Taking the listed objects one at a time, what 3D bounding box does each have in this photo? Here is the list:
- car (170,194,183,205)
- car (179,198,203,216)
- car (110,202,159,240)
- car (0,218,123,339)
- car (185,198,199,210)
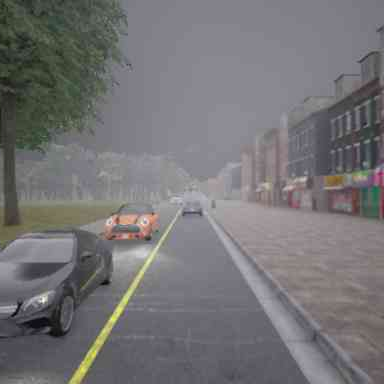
[{"bbox_3d":[-2.877,1.423,62.705,2.150,2.045,5.566,0,0,0],"label":"car"},{"bbox_3d":[0.044,1.580,32.436,1.994,1.385,4.181,0,0,0],"label":"car"},{"bbox_3d":[-2.864,1.337,16.626,2.097,1.767,4.553,0,0,0],"label":"car"},{"bbox_3d":[-2.857,1.514,6.765,1.812,1.442,4.674,0,0,0],"label":"car"},{"bbox_3d":[0.028,1.600,44.630,1.812,1.442,4.674,0,0,0],"label":"car"}]
